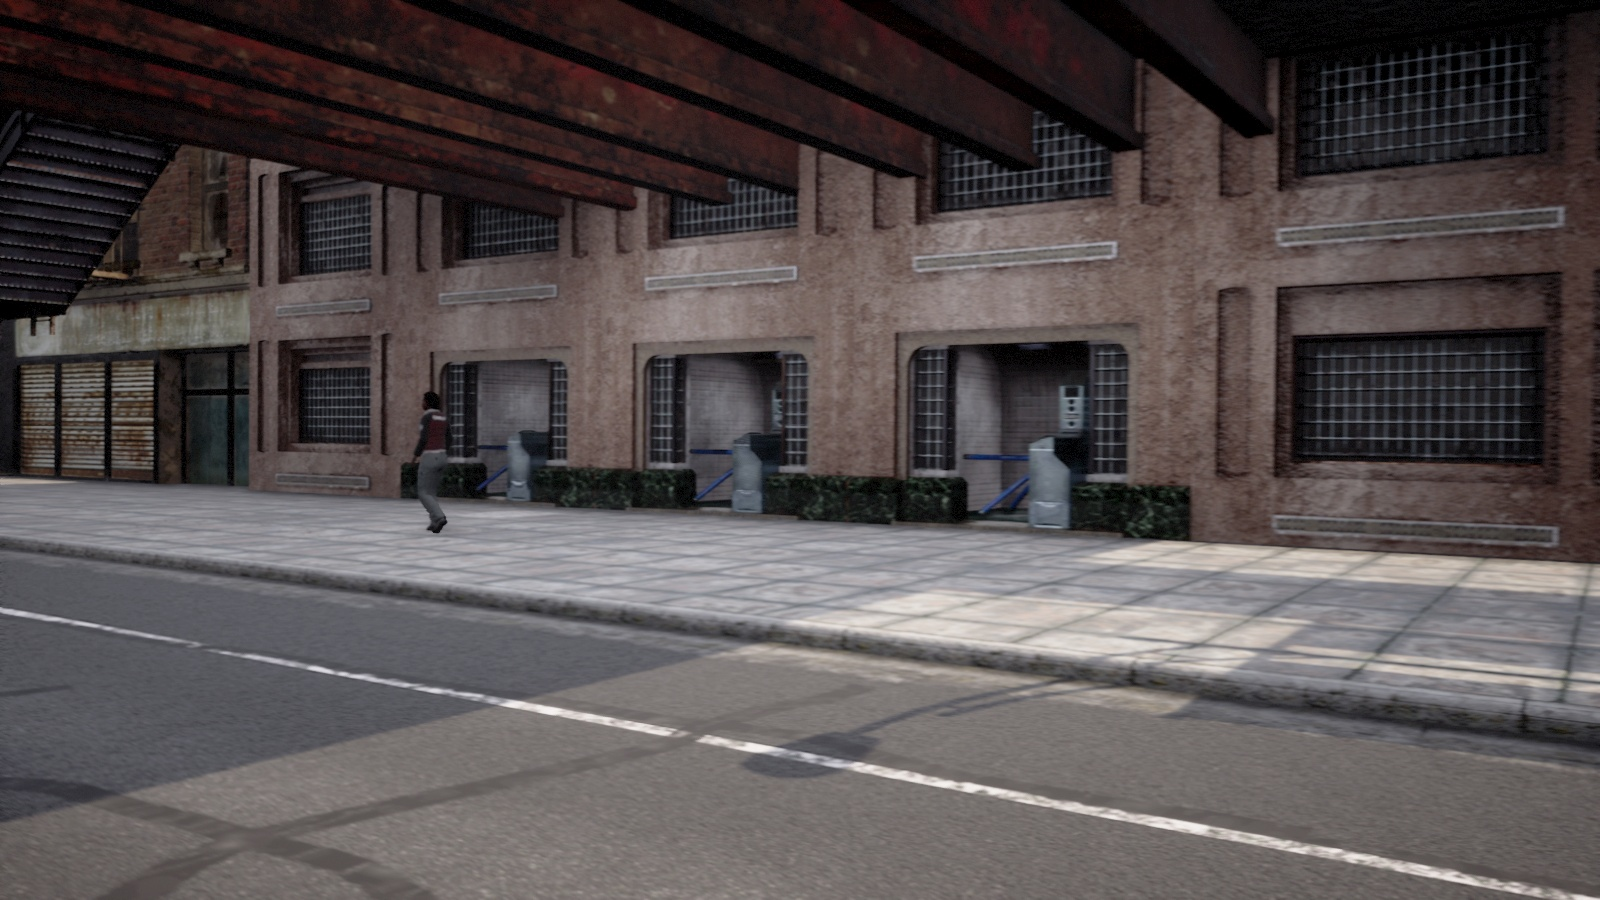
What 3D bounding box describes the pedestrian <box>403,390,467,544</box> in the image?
[{"bbox_3d":[-4.681,0.212,16.101,0.666,1.930,0.402,0,1,27],"label":"pedestrian"}]
